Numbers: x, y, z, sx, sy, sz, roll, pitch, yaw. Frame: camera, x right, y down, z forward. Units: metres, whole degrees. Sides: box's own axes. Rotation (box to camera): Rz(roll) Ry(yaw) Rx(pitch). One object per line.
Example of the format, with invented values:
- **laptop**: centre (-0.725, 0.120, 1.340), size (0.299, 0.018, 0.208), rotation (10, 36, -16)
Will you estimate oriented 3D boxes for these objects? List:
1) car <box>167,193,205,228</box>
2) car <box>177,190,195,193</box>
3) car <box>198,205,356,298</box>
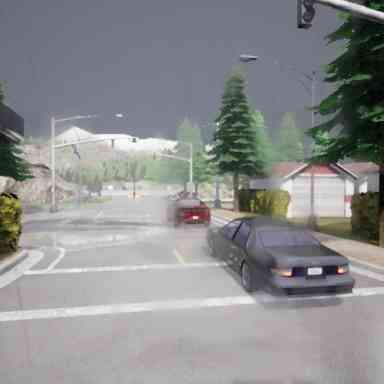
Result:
- **car**: centre (-0.292, 1.053, 18.965), size (1.882, 1.535, 5.008), rotation (-1, 2, -11)
- **car**: centre (-0.792, 0.365, 70.275), size (4.902, 1.511, 2.128), rotation (0, 1, -11)
- **car**: centre (1.782, 1.363, 8.579), size (2.033, 1.411, 5.357), rotation (0, 3, -11)
